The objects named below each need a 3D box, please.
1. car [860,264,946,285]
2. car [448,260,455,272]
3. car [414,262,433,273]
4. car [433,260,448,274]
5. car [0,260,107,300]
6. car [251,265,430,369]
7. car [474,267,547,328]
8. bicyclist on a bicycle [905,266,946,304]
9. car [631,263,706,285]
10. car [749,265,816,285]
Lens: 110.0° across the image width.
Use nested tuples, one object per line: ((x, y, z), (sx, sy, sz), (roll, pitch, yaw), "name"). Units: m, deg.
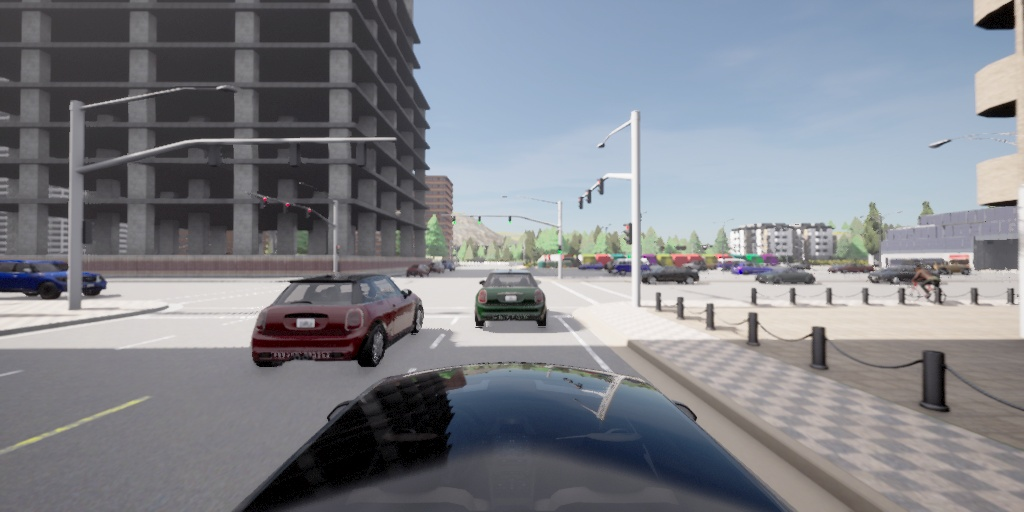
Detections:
((32.987, 1.642, 30.333), (4.892, 1.490, 1.837), (0, -1, 0), "car")
((-11.406, 1.701, 63.354), (2.150, 2.045, 5.566), (0, -1, 0), "car")
((-11.274, 1.719, 43.223), (1.882, 1.535, 5.008), (0, -1, 0), "car")
((-11.354, 1.709, 52.982), (2.097, 1.767, 4.553), (0, -1, -1), "car")
((-25.475, 1.239, 19.344), (5.566, 2.045, 2.150), (0, -1, 0), "car")
((-3.505, 1.179, 8.185), (2.097, 1.767, 4.553), (0, -1, -1), "car")
((-0.062, 1.227, 12.114), (2.097, 1.767, 4.553), (0, -1, -1), "car")
((18.104, 1.269, 15.787), (0.582, 1.620, 1.656), (0, -1, 0), "bicyclist on a bicycle")
((13.104, 1.617, 30.241), (5.008, 1.535, 1.882), (0, -1, 0), "car")
((23.018, 1.703, 30.286), (4.181, 1.385, 1.994), (0, -1, 0), "car")
